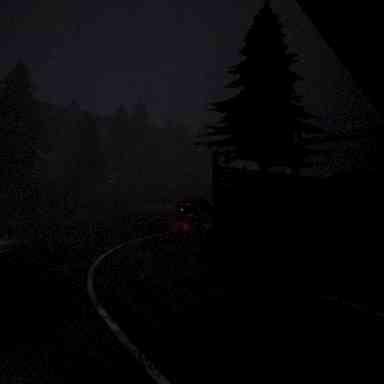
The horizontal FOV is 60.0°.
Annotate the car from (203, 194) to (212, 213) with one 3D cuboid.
[{"bbox_3d":[3.490,0.964,25.960,2.150,2.045,5.566,1,1,36],"label":"car"}]

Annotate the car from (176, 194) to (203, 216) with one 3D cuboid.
[{"bbox_3d":[0.624,1.163,27.876,2.128,1.511,4.902,1,1,35],"label":"car"}]

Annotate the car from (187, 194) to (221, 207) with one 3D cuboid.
[{"bbox_3d":[1.617,1.028,41.642,1.837,1.490,4.892,1,0,35],"label":"car"}]
